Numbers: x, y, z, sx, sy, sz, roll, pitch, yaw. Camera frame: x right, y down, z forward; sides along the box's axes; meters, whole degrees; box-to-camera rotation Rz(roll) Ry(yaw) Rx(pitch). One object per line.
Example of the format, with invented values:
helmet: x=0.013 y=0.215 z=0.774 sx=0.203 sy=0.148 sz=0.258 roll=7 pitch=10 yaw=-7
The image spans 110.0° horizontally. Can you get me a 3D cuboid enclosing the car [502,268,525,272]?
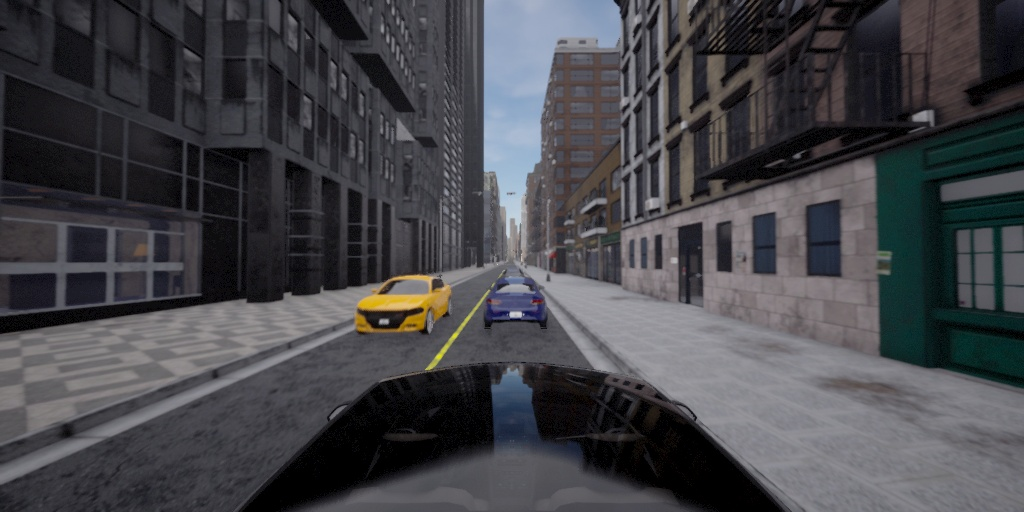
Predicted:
car: x=0.106 y=1.664 z=29.382 sx=1.994 sy=1.385 sz=4.181 roll=0 pitch=-1 yaw=0

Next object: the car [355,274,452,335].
car: x=-3.097 y=1.348 z=11.174 sx=1.882 sy=1.535 sz=5.008 roll=0 pitch=-1 yaw=0

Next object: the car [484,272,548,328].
car: x=0.105 y=1.403 z=11.753 sx=1.812 sy=1.442 sz=4.674 roll=0 pitch=-1 yaw=0
